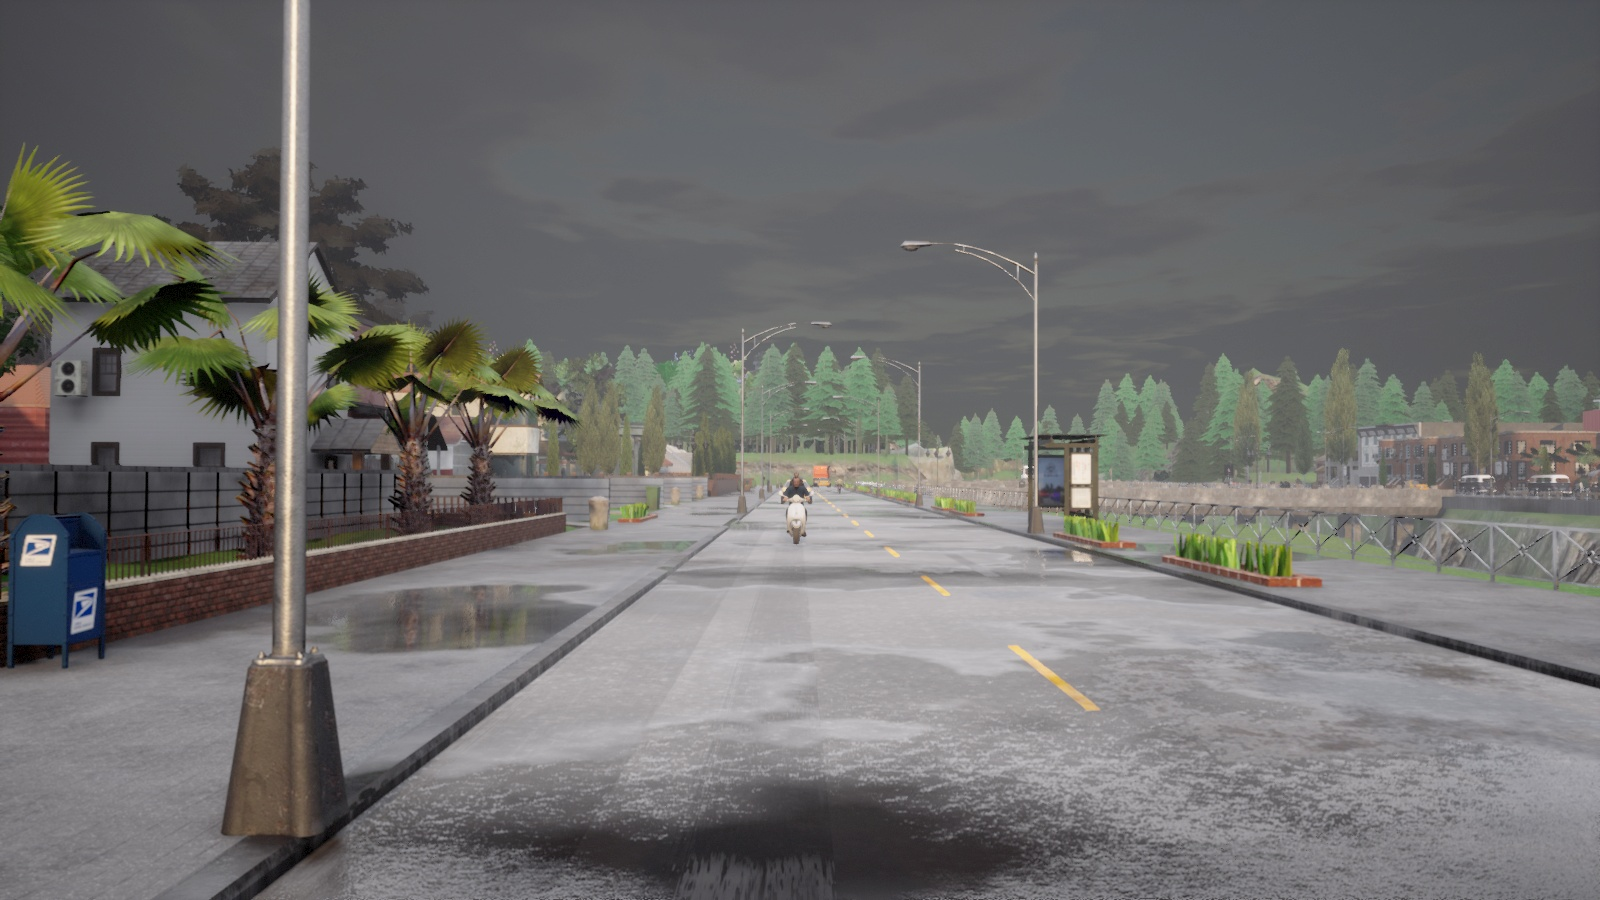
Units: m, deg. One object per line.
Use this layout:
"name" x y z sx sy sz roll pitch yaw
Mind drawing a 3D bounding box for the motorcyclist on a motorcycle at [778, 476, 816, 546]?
"motorcyclist on a motorcycle" -0.071 1.409 29.619 0.866 1.590 1.817 0 -1 0

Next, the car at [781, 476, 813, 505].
"car" -0.174 2.326 73.201 1.801 1.575 5.366 0 -1 0
